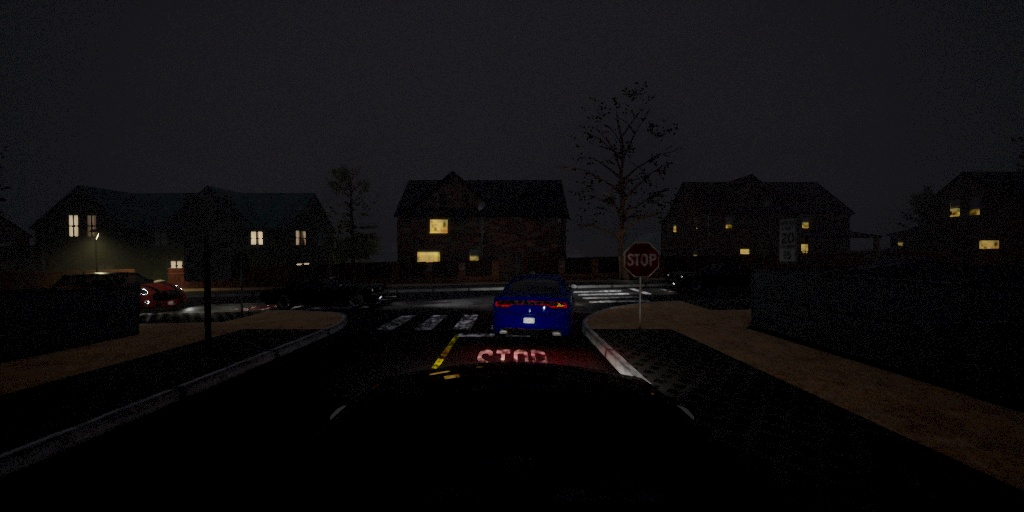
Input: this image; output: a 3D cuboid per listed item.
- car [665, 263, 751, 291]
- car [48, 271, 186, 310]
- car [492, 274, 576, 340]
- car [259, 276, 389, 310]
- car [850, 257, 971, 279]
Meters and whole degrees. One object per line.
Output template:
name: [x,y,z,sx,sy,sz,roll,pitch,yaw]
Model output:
car: [10.402,1.034,18.230,4.718,1.301,1.895,-1,1,-1]
car: [-16.806,1.471,15.282,4.553,1.767,2.097,-1,1,0]
car: [0.782,1.226,10.090,1.882,1.535,5.008,0,0,10]
car: [-7.819,1.506,15.294,4.718,1.301,1.895,-1,1,0]
car: [20.047,0.753,18.271,5.357,1.411,2.033,-1,1,0]
